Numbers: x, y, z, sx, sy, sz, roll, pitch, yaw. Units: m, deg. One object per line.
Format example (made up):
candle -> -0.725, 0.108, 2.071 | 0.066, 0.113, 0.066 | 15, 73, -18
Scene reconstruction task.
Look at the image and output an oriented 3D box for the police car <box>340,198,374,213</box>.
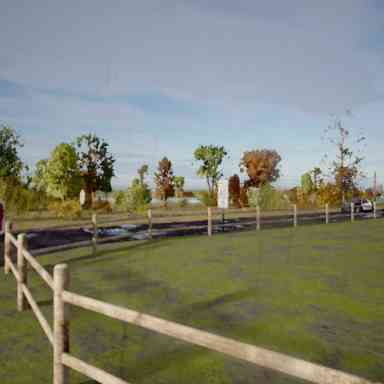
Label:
police car -> 18.453, 1.511, 37.091 | 4.974, 1.542, 2.038 | 0, 0, -37
